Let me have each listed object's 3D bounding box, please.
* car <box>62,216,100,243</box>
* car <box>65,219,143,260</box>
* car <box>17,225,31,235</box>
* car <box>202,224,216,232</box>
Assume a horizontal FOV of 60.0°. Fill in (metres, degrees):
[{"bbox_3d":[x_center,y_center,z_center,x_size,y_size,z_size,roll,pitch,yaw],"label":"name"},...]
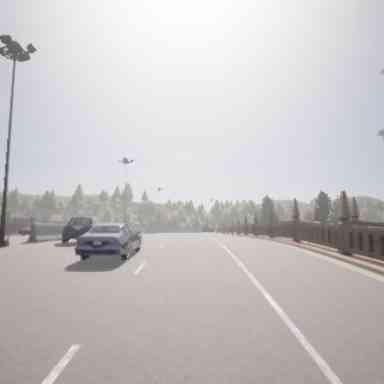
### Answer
[{"bbox_3d":[-6.897,2.435,22.233,2.097,1.767,4.553,0,-5,0],"label":"car"},{"bbox_3d":[-3.402,2.041,14.474,2.033,1.411,5.357,0,-4,0],"label":"car"},{"bbox_3d":[-21.063,5.057,44.335,2.033,1.411,5.357,0,-6,0],"label":"car"},{"bbox_3d":[4.129,9.675,88.523,2.150,2.045,5.566,-2,-7,15],"label":"car"}]
